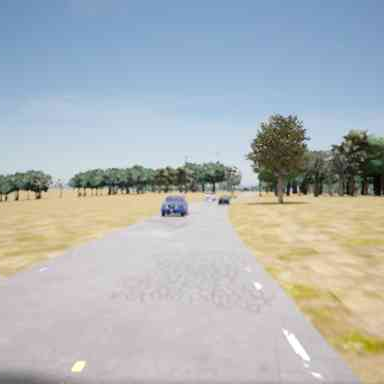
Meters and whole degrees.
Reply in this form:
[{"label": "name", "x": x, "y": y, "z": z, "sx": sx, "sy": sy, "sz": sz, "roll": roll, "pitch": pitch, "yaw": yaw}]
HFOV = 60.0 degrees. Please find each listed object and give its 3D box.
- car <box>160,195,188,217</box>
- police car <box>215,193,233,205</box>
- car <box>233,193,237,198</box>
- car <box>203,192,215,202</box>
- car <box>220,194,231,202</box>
[{"label": "car", "x": -1.617, "y": 1.305, "z": 32.465, "sx": 2.150, "sy": 2.045, "sz": 5.566, "roll": 0, "pitch": 0, "yaw": 5}, {"label": "police car", "x": 5.619, "y": 1.395, "z": 58.248, "sx": 1.930, "sy": 1.638, "sz": 5.238, "roll": 0, "pitch": 0, "yaw": 9}, {"label": "car", "x": 11.667, "y": 1.000, "z": 93.724, "sx": 1.882, "sy": 1.535, "sz": 5.008, "roll": 0, "pitch": 1, "yaw": 14}, {"label": "car", "x": 3.871, "y": 0.996, "z": 71.938, "sx": 2.150, "sy": 2.045, "sz": 5.566, "roll": 0, "pitch": 0, "yaw": 11}, {"label": "car", "x": 7.556, "y": 1.323, "z": 75.210, "sx": 1.882, "sy": 1.535, "sz": 5.008, "roll": 0, "pitch": 1, "yaw": 12}]
